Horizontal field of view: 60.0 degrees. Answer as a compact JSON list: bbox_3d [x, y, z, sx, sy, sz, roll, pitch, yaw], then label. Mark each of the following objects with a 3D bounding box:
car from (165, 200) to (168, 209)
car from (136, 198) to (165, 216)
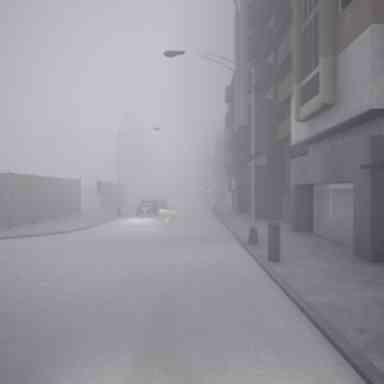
[{"bbox_3d":[-4.082,1.413,41.478,1.994,1.385,4.181,0,0,0],"label":"car"},{"bbox_3d":[-4.105,1.377,31.458,2.128,1.511,4.902,0,0,0],"label":"car"}]
